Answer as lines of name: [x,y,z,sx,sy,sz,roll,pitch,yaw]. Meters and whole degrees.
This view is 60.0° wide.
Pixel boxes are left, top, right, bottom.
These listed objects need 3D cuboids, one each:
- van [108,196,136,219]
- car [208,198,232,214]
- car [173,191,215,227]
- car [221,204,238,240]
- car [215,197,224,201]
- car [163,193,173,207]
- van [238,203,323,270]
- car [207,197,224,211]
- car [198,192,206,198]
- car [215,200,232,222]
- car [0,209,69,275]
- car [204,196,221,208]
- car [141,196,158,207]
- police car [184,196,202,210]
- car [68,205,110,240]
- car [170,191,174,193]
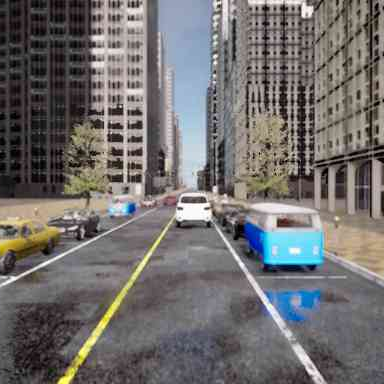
van: [-5.690,1.206,27.538,1.690,1.788,3.998,0,0,0]
car: [2.689,1.385,33.208,2.008,1.369,4.403,0,0,0]
car: [0.101,1.115,22.042,2.150,2.045,5.566,0,0,0]
car: [2.691,1.488,16.203,1.947,1.339,4.313,0,0,0]
car: [2.690,1.389,27.711,1.752,1.417,4.829,0,0,0]
car: [-3.010,1.236,46.635,1.882,1.535,5.008,0,0,0]
van: [2.691,1.291,10.534,1.690,1.788,3.998,0,0,0]
car: [2.689,1.327,39.049,1.752,1.417,4.829,0,0,0]
car: [2.781,0.882,93.805,1.967,1.590,4.097,0,0,0]
car: [2.690,1.460,21.872,1.947,1.339,4.313,0,0,0]
car: [-5.690,1.476,10.364,1.752,1.417,4.829,0,0,0]
car: [2.688,1.320,44.547,2.008,1.369,4.403,0,0,0]
car: [-5.692,1.209,44.544,1.967,1.590,4.097,0,0,0]
police car: [0.098,1.295,40.905,2.038,1.542,4.974,0,0,0]
car: [-5.690,1.473,16.202,2.008,1.369,4.403,0,0,0]
car: [-5.791,0.882,93.806,1.967,1.590,4.097,0,0,0]
